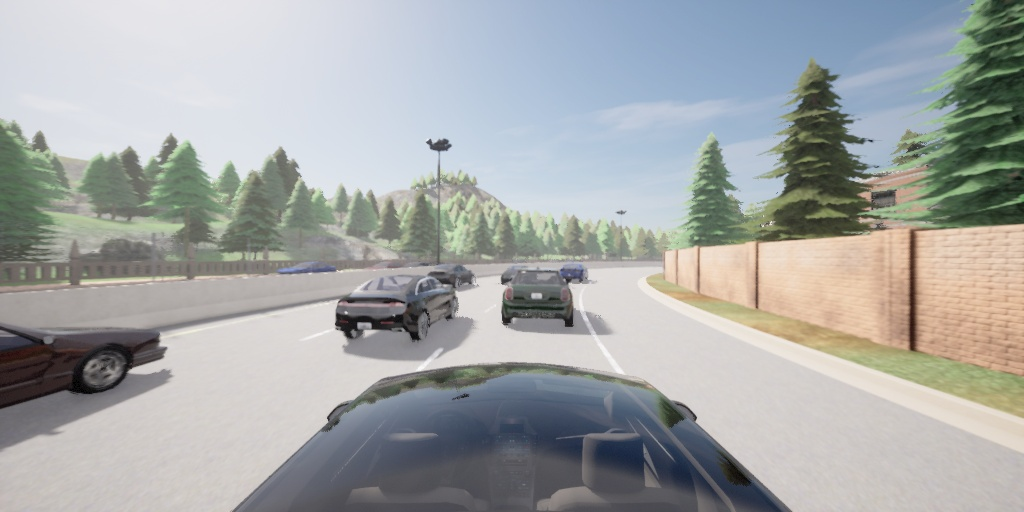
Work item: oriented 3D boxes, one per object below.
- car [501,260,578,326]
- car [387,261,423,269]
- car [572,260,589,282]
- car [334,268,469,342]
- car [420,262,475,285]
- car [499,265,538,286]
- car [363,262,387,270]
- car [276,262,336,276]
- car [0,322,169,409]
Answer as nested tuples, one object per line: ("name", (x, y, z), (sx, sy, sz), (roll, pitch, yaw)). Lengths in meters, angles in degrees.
("car", (0.938, 1.140, 12.108), (2.097, 1.767, 4.553), (0, 0, 7))
("car", (-8.845, 1.311, 32.820), (1.837, 1.490, 4.892), (0, 0, 19))
("car", (5.324, 1.348, 30.553), (1.882, 1.535, 5.008), (0, 0, 19))
("car", (-2.848, 1.254, 9.879), (2.128, 1.511, 4.902), (0, 0, 5))
("car", (-3.961, 1.307, 23.899), (1.837, 1.490, 4.892), (0, 0, 13))
("car", (0.582, 1.400, 27.220), (1.994, 1.385, 4.181), (0, 0, 16))
("car", (-12.045, 1.273, 34.308), (1.882, 1.535, 5.008), (0, 0, 19))
("car", (-17.030, 1.234, 29.891), (1.882, 1.535, 5.008), (0, 0, 16))
("car", (-6.815, 1.269, 3.554), (2.033, 1.411, 5.357), (0, 0, 2))
